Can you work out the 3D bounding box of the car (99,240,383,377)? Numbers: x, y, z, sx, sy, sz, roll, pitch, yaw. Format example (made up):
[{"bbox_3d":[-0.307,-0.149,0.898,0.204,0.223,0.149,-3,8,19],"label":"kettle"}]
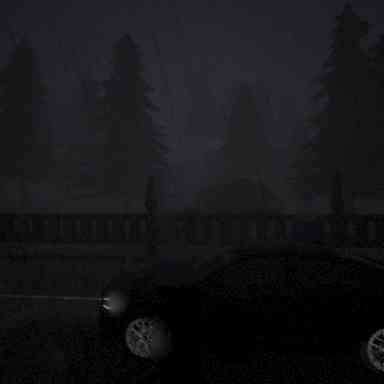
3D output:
[{"bbox_3d":[1.095,1.507,5.118,5.008,1.535,1.882,0,0,7],"label":"car"}]
